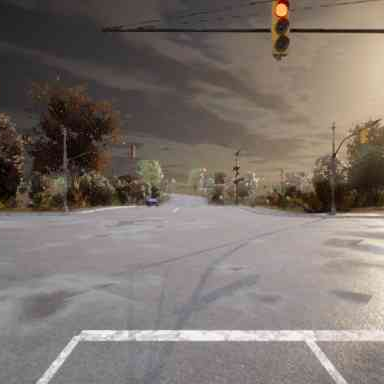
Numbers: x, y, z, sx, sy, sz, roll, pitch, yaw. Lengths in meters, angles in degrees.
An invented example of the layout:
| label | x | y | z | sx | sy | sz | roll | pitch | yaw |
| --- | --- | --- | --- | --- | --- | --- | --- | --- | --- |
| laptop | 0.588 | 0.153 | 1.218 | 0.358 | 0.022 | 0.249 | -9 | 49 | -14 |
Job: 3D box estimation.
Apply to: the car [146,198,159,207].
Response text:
| label | x | y | z | sx | sy | sz | roll | pitch | yaw |
| --- | --- | --- | --- | --- | --- | --- | --- | --- | --- |
| car | -7.000 | 1.882 | 59.293 | 1.882 | 1.535 | 5.008 | 0 | -2 | 0 |
